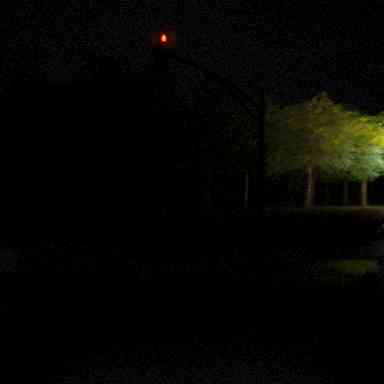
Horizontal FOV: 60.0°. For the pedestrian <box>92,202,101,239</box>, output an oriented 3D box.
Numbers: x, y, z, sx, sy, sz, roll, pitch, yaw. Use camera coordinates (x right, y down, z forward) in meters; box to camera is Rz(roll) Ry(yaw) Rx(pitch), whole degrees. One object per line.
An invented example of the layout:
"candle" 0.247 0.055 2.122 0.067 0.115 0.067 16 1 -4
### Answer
"pedestrian" -4.801 1.428 16.647 0.375 1.860 0.375 1 3 39
